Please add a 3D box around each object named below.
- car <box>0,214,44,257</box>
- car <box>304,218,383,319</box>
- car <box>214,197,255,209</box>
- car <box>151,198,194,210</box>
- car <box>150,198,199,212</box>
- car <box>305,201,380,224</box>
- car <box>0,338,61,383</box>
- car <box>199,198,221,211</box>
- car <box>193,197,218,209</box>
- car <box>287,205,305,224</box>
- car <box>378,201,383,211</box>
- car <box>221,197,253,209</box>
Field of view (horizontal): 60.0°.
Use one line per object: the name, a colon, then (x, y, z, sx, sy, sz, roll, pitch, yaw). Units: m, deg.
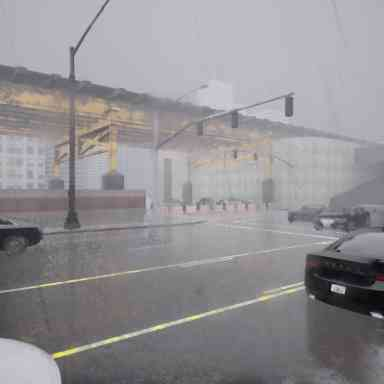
car: (-7.730, 1.491, 11.373, 4.902, 1.511, 2.128, 0, 0, -36)
car: (4.464, 1.478, 7.030, 5.008, 1.535, 1.882, 0, 0, -36)
car: (5.558, 1.453, 43.737, 4.974, 1.542, 2.038, 0, 0, -7)
car: (-2.091, 1.295, 37.231, 4.536, 1.218, 1.853, 0, 0, 8)
car: (-2.039, 1.453, 37.225, 4.974, 1.542, 2.038, 0, 0, 8)
car: (8.907, 1.491, 19.469, 2.128, 1.511, 4.902, 0, 0, 45)
car: (-3.059, 1.526, 1.555, 4.674, 1.442, 1.812, 0, 0, -36)
car: (1.682, 1.453, 39.943, 2.038, 1.542, 4.974, 0, 0, 18)
car: (1.697, 1.295, 39.992, 1.853, 1.218, 4.536, 0, 0, 18)
car: (8.579, 1.601, 24.180, 1.895, 1.301, 4.718, 0, 0, 37)
car: (19.890, 1.601, 36.427, 4.718, 1.301, 1.895, 0, 0, -38)
car: (5.507, 1.295, 43.730, 4.536, 1.218, 1.853, 0, 0, -7)
